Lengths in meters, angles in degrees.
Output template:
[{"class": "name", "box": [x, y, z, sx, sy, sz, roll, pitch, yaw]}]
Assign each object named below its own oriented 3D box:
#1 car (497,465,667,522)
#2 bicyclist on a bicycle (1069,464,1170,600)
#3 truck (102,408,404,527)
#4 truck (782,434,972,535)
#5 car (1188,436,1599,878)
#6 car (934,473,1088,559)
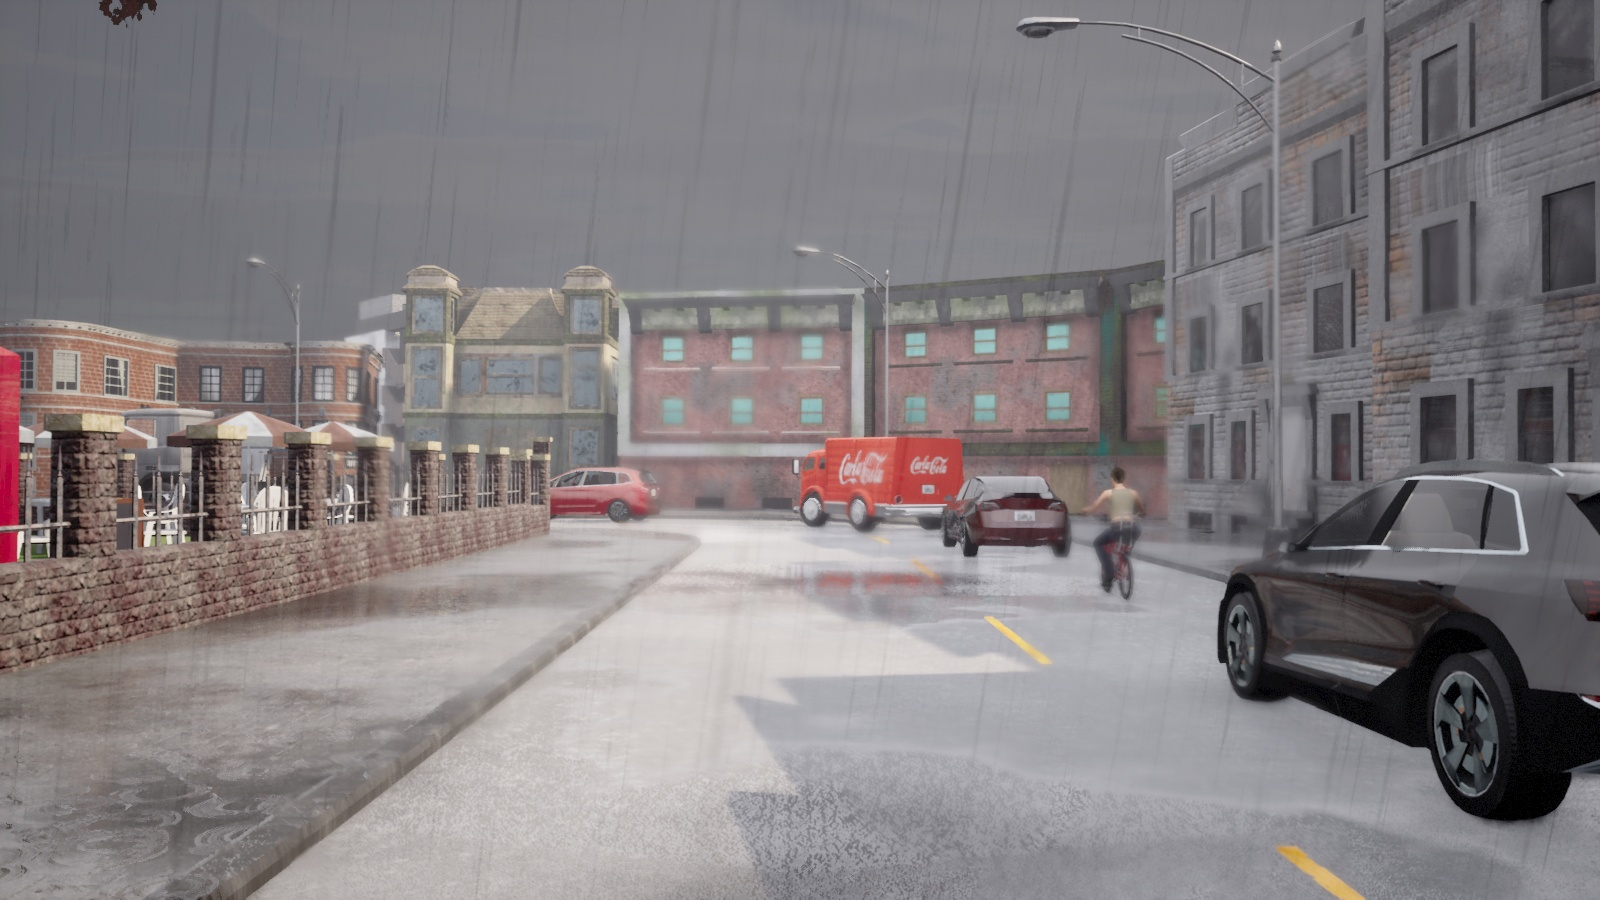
[{"class": "car", "box": [-6.569, 1.316, 38.187, 4.611, 1.667, 2.242, 0, -1, 9]}, {"class": "bicyclist on a bicycle", "box": [3.956, 0.994, 15.666, 0.866, 1.612, 1.509, 0, -1, 0]}, {"class": "truck", "box": [-16.515, 0.532, 38.350, 7.936, 3.462, 2.891, 0, -1, -1]}, {"class": "truck", "box": [1.953, 0.883, 33.757, 2.627, 2.467, 5.204, 0, -1, -30]}, {"class": "car", "box": [3.982, 0.843, 7.132, 2.033, 1.649, 4.856, 0, -2, 0]}, {"class": "car", "box": [3.941, 1.201, 24.362, 2.163, 1.488, 4.792, 0, -1, 0]}]
